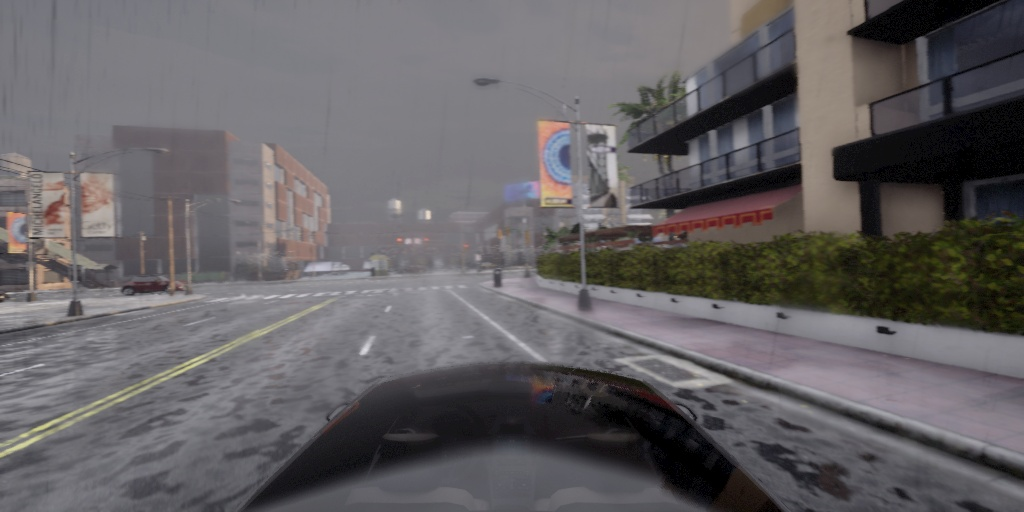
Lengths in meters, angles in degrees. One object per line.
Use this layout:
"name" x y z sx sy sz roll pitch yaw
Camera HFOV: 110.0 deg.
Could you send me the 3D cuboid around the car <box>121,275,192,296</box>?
"car" -32.272 2.537 32.748 4.553 1.767 2.097 -2 -1 -15
